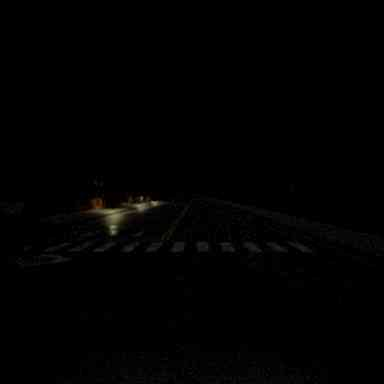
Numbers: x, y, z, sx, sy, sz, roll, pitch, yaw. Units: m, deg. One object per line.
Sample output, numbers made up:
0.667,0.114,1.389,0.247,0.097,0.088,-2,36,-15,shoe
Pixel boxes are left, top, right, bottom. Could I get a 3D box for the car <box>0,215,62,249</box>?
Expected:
-7.791,1.629,13.250,2.033,1.411,5.357,0,0,25,car
